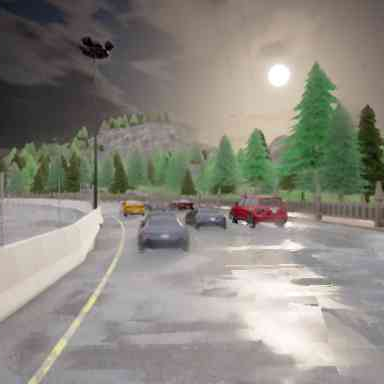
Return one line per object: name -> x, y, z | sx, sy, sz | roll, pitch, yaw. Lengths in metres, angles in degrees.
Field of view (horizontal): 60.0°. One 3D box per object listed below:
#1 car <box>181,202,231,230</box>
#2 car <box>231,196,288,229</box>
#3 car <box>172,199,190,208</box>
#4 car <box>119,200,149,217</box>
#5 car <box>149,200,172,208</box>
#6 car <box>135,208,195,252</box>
car -> 0.797, 1.611, 21.817 | 1.994, 1.385, 4.181 | 0, 0, -12
car -> 4.314, 1.265, 22.312 | 2.150, 2.045, 5.566 | 0, 0, -12
car -> -1.380, 1.569, 40.101 | 1.882, 1.535, 5.008 | 0, 0, -22
car -> -5.889, 1.559, 32.387 | 1.882, 1.535, 5.008 | 0, 0, -19
car -> -4.482, 1.641, 38.625 | 2.033, 1.411, 5.357 | 0, 0, -23
car -> -1.292, 1.598, 14.148 | 1.994, 1.385, 4.181 | 0, 0, -8
